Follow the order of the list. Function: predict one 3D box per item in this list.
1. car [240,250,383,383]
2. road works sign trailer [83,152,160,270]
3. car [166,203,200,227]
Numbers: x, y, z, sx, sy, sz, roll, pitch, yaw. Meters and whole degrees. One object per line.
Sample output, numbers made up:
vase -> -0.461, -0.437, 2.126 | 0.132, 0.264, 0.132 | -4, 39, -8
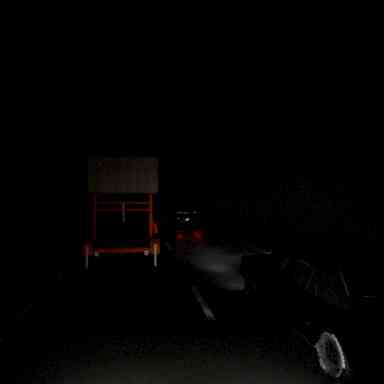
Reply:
car -> 2.302, 1.613, 5.438 | 1.895, 1.301, 4.718 | 0, 0, -9
road works sign trailer -> -2.321, 0.482, 11.265 | 2.380, 3.560, 2.880 | 0, 0, -9
car -> -0.707, 1.534, 23.433 | 2.128, 1.511, 4.902 | 0, 0, -9
